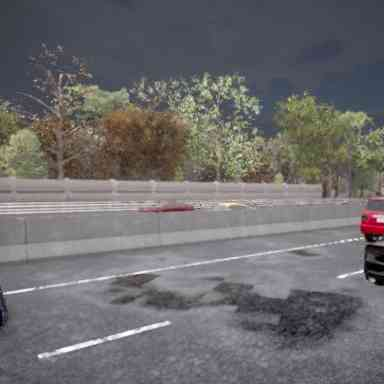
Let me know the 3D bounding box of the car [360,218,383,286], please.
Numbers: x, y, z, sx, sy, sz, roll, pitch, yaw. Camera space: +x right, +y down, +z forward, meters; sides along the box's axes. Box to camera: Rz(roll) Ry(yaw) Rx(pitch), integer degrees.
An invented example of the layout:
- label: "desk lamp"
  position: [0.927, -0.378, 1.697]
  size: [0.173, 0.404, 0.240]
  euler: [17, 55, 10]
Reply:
- label: "car"
  position: [6.208, 1.490, 8.181]
  size: [5.008, 1.535, 1.882]
  euler: [0, 0, -36]

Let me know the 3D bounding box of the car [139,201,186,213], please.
- label: "car"
  position: [-2.082, 1.499, 28.297]
  size: [5.008, 1.535, 1.882]
  euler: [0, 0, -35]

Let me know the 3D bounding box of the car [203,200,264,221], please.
- label: "car"
  position: [3.528, 1.521, 27.984]
  size: [4.902, 1.511, 2.128]
  euler: [0, 0, -35]

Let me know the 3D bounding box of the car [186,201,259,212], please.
- label: "car"
  position: [2.333, 1.500, 22.847]
  size: [5.008, 1.535, 1.882]
  euler: [0, 0, -35]

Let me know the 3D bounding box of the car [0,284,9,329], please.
- label: "car"
  position: [-4.903, 1.563, 4.549]
  size: [4.181, 1.385, 1.994]
  euler: [0, 0, -36]

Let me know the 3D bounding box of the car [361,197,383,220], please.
- label: "car"
  position: [9.882, 1.246, 15.109]
  size: [5.566, 2.045, 2.150]
  euler: [0, 0, -36]
